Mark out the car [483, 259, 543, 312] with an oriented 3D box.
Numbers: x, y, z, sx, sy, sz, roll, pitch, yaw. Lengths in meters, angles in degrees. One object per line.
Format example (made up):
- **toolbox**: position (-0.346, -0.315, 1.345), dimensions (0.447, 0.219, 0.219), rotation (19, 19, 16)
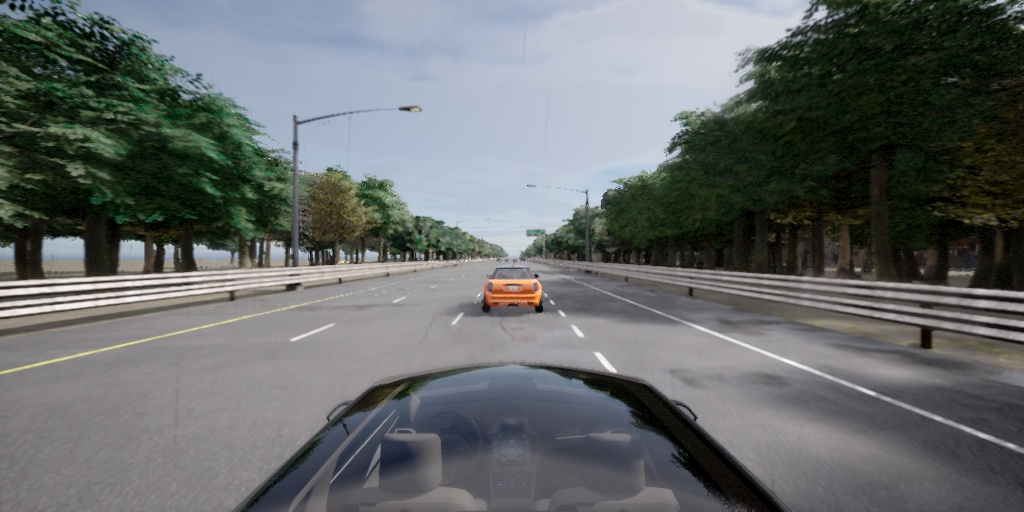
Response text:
- **car**: position (0.034, 1.130, 14.458), dimensions (2.097, 1.767, 4.553), rotation (0, 0, 0)
